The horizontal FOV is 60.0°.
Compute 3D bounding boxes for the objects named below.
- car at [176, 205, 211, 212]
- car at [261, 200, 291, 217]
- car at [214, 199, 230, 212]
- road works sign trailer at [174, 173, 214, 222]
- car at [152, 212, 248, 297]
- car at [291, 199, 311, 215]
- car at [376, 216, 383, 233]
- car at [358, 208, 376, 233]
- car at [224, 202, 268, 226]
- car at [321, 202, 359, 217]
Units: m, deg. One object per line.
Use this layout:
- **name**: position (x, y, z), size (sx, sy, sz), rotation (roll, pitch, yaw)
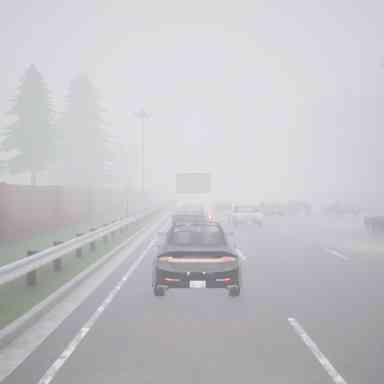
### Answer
- **car**: position (0.016, 1.474, 19.022), size (1.882, 1.535, 5.008), rotation (0, 0, 5)
- **car**: position (7.115, 1.547, 30.697), size (2.033, 1.411, 5.357), rotation (0, 0, 0)
- **car**: position (3.619, 1.526, 39.079), size (1.812, 1.442, 4.674), rotation (0, 0, 0)
- **road works sign trailer**: position (0.075, 0.464, 22.941), size (2.380, 3.560, 2.880), rotation (0, 0, -1)
- **car**: position (0.104, 1.492, 8.572), size (2.128, 1.511, 4.902), rotation (0, 0, 0)
- **car**: position (10.618, 1.502, 34.148), size (1.837, 1.490, 4.892), rotation (0, -1, 0)
- **car**: position (7.105, 1.491, 8.310), size (2.128, 1.511, 4.902), rotation (0, 0, 0)
- **car**: position (10.608, 1.601, 16.655), size (1.895, 1.301, 4.718), rotation (0, 0, 0)
- **car**: position (3.611, 1.601, 23.086), size (1.895, 1.301, 4.718), rotation (0, 0, 0)
- **car**: position (14.117, 1.600, 31.927), size (1.895, 1.301, 4.718), rotation (0, 0, 0)
